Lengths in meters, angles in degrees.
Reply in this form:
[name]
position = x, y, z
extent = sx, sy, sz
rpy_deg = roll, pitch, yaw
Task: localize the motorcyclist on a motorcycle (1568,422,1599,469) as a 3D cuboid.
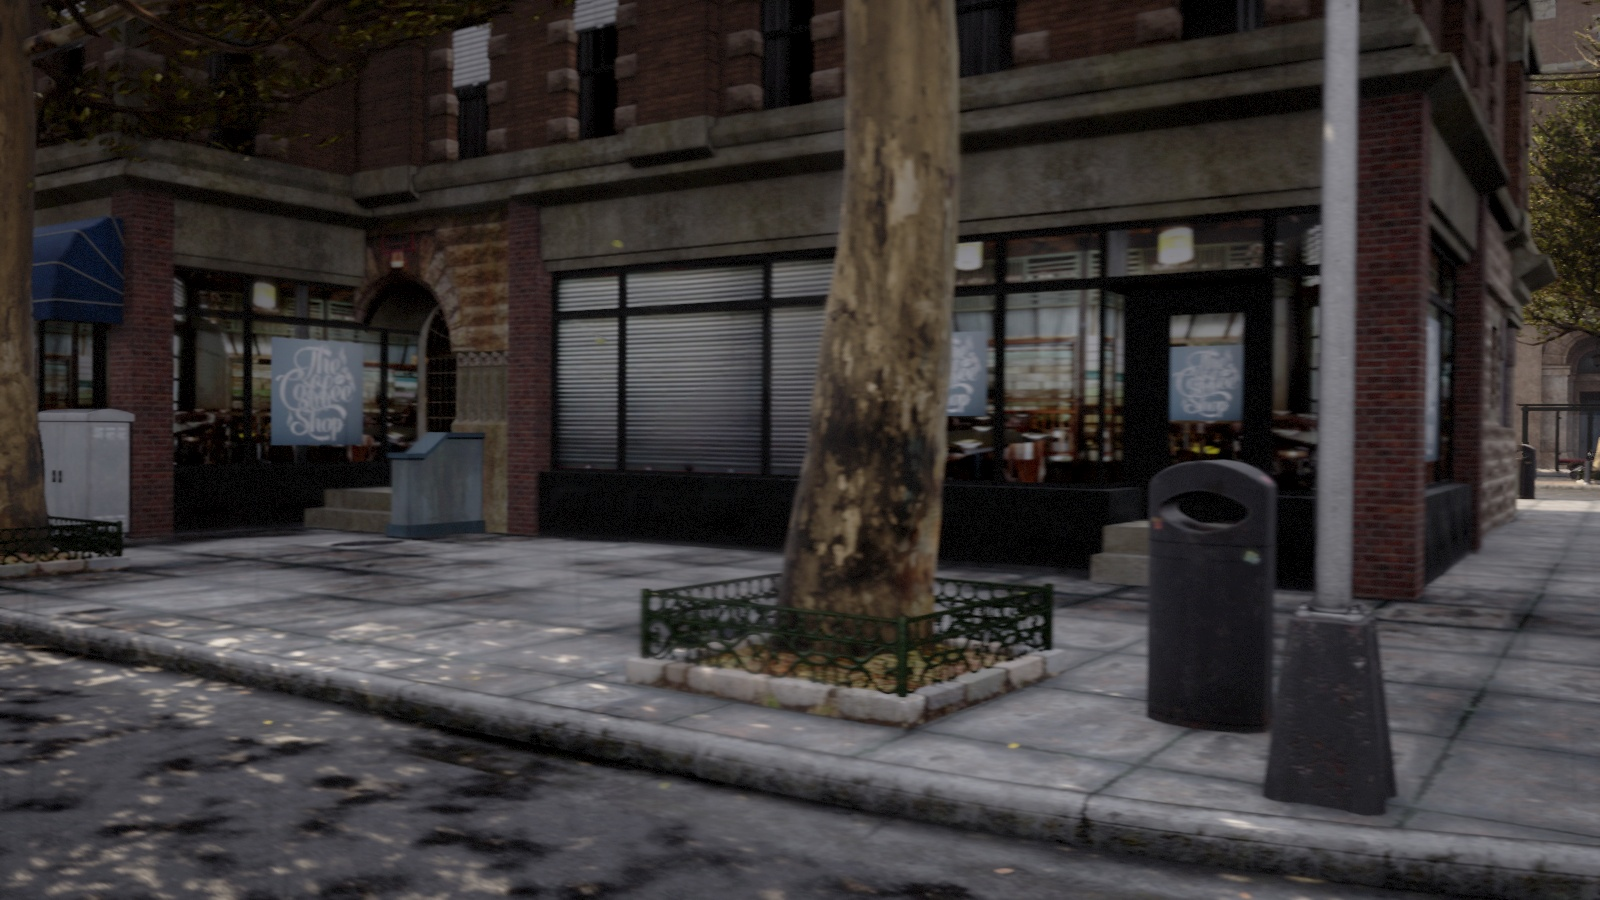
[motorcyclist on a motorcycle]
position = 28.411, -0.179, 44.192
extent = 2.350, 1.649, 0.766
rpy_deg = 0, 1, 34
